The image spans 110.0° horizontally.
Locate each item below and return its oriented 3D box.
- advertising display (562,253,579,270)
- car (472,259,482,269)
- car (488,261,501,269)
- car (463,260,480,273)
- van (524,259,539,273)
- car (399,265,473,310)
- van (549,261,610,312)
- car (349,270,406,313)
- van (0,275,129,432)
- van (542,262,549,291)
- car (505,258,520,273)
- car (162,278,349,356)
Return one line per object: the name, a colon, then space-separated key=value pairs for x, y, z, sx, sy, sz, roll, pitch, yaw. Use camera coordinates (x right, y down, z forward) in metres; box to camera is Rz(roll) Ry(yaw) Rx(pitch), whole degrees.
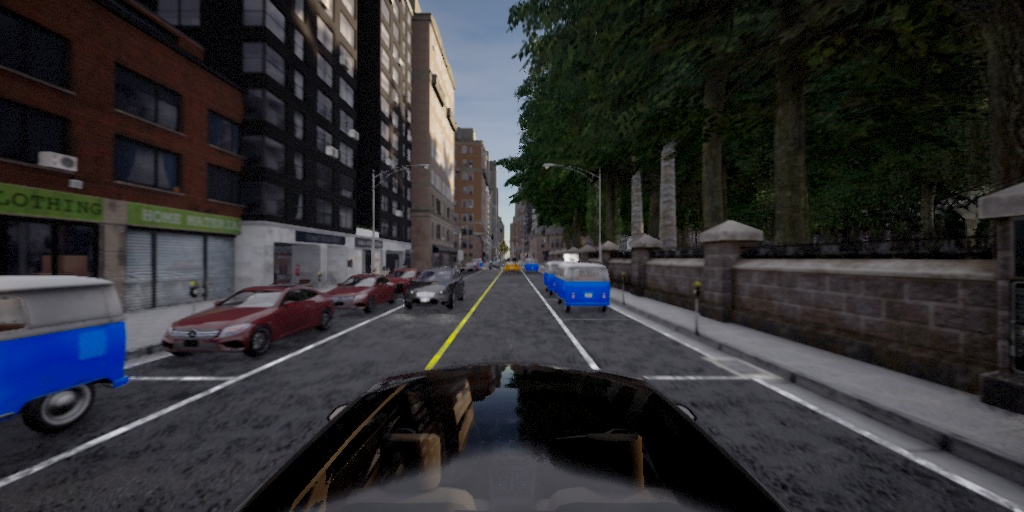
advertising display: x=5.626 y=0.931 z=34.415 sx=1.540 sy=2.440 sz=0.280 roll=0 pitch=0 yaw=0
car: x=-5.871 y=1.522 z=53.920 sx=1.888 sy=1.381 sz=4.507 roll=0 pitch=0 yaw=0
car: x=-3.019 y=1.572 z=62.364 sx=1.994 sy=1.385 sz=4.181 roll=0 pitch=0 yaw=0
car: x=-5.869 y=1.523 z=48.260 sx=1.948 sy=1.339 sz=4.313 roll=0 pitch=0 yaw=0
van: x=2.656 y=1.299 z=48.274 sx=1.690 sy=1.789 sz=3.998 roll=0 pitch=0 yaw=0
car: x=-3.104 y=1.309 z=15.242 sx=2.128 sy=1.511 sz=4.902 roll=0 pitch=0 yaw=0
van: x=2.665 y=1.155 z=14.326 sx=1.690 sy=1.789 sz=3.998 roll=0 pitch=0 yaw=0
car: x=-5.860 y=1.395 z=14.296 sx=1.802 sy=1.307 sz=4.207 roll=0 pitch=0 yaw=0
van: x=-5.857 y=1.097 z=2.975 sx=1.690 sy=1.789 sz=3.998 roll=0 pitch=0 yaw=0
van: x=2.664 y=1.182 z=19.984 sx=1.690 sy=1.789 sz=3.998 roll=0 pitch=0 yaw=0
car: x=0.019 y=1.435 z=48.088 sx=1.882 sy=1.535 sz=5.008 roll=0 pitch=0 yaw=1
car: x=-5.859 y=1.367 z=8.635 sx=1.802 sy=1.307 sz=4.207 roll=0 pitch=0 yaw=0
